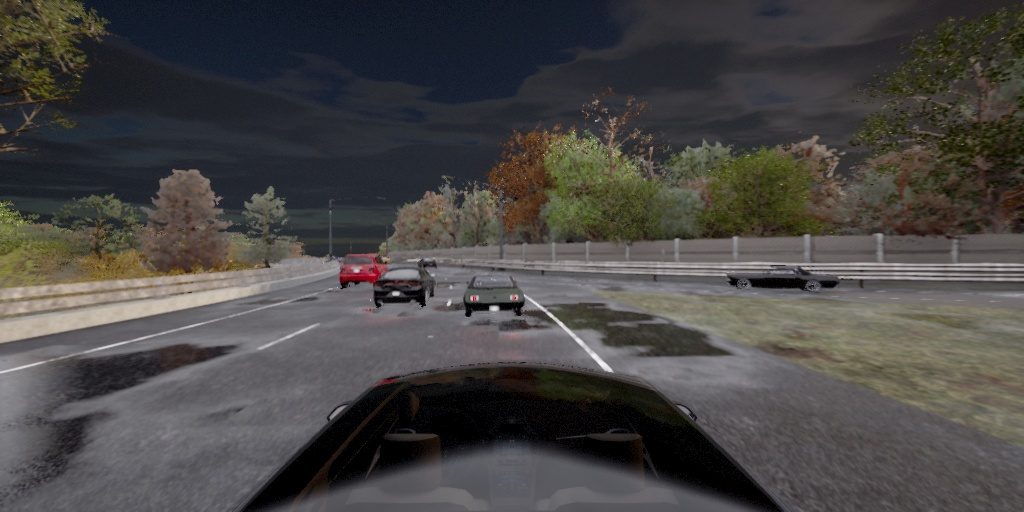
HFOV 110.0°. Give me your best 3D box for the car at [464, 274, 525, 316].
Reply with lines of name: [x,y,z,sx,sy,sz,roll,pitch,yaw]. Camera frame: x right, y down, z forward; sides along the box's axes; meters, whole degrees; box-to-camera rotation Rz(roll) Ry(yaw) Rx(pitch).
car: [-0.736,1.299,13.121,1.895,1.301,4.718,0,0,-5]

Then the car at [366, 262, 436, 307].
car: [-4.395,1.184,15.221,1.882,1.535,5.008,0,0,-6]

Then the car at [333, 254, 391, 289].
car: [-9.277,0.915,22.821,2.150,2.045,5.566,0,0,-11]

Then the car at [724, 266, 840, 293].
car: [14.047,1.200,19.080,4.718,1.301,1.895,0,0,27]

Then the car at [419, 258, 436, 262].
car: [-12.522,1.043,52.500,1.882,1.535,5.008,0,0,-27]
